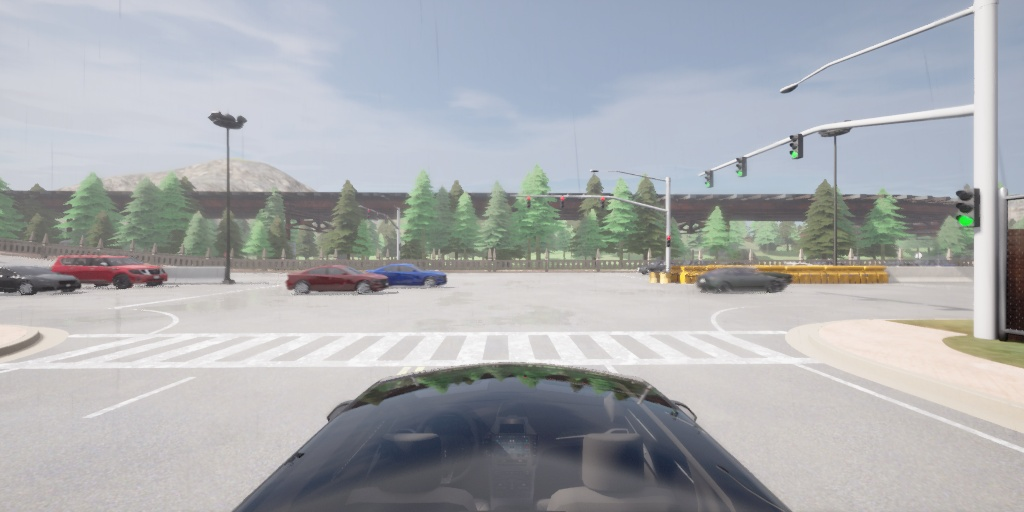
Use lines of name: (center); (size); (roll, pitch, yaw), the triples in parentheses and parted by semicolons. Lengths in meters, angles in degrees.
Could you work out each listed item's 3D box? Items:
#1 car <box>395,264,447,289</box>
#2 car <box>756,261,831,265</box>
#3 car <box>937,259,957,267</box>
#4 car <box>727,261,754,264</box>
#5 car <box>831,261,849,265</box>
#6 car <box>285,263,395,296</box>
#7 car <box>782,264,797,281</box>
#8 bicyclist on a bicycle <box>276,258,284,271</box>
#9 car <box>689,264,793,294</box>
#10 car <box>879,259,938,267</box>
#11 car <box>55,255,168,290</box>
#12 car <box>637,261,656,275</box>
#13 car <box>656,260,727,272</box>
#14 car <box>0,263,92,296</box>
car: (-6.630, 1.227, 22.573); (5.008, 1.535, 1.882); (0, 0, -2)
car: (24.017, 1.276, 30.708); (4.674, 1.442, 1.812); (0, 0, -2)
car: (39.989, 1.102, 34.704); (4.553, 1.767, 2.097); (0, 0, -2)
car: (20.523, 1.255, 34.119); (4.892, 1.490, 1.837); (0, 0, -2)
car: (30.021, 1.241, 34.410); (4.902, 1.511, 2.128); (0, 0, -2)
car: (-9.162, 1.227, 18.994); (5.008, 1.535, 1.882); (0, 0, -2)
car: (15.368, 1.351, 23.254); (4.718, 1.301, 1.895); (0, 0, -2)
bicyclist on a bicycle: (-28.446, 1.041, 43.896); (0.582, 1.620, 1.656); (0, 0, -2)
car: (12.411, 1.314, 19.661); (4.181, 1.385, 1.994); (0, 0, -2)
car: (33.224, 1.255, 31.006); (4.892, 1.490, 1.837); (0, 0, -2)
car: (-24.680, 0.964, 22.019); (5.566, 2.045, 2.150); (0, 0, -2)
car: (15.582, 1.241, 37.468); (4.902, 1.511, 2.128); (0, 0, -2)
car: (15.188, 1.102, 30.453); (4.553, 1.767, 2.097); (0, 0, -2)
car: (-25.409, 1.245, 18.495); (4.892, 1.490, 1.837); (0, 0, -2)
